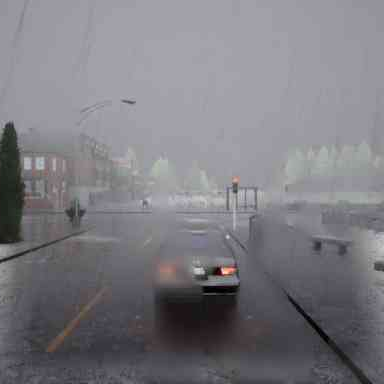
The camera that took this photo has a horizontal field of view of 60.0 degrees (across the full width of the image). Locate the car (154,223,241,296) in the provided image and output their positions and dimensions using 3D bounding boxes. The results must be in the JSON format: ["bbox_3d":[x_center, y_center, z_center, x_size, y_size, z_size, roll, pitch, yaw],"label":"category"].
[{"bbox_3d":[0.101,1.547,8.808,2.033,1.411,5.357,0,0,0],"label":"car"}]
